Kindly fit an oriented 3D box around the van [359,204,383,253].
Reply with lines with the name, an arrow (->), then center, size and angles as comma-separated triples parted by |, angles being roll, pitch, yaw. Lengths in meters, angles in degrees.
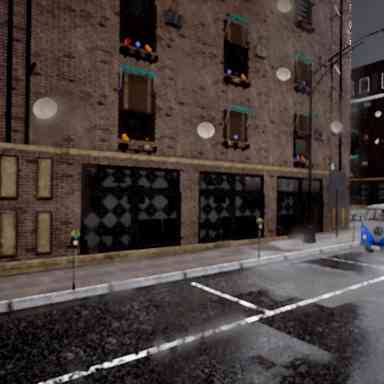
van -> 7.780, 1.322, 12.204 | 3.998, 1.788, 1.690 | 0, 1, -36
